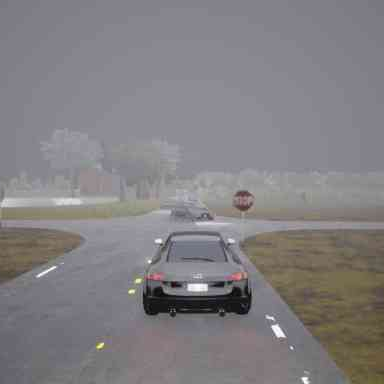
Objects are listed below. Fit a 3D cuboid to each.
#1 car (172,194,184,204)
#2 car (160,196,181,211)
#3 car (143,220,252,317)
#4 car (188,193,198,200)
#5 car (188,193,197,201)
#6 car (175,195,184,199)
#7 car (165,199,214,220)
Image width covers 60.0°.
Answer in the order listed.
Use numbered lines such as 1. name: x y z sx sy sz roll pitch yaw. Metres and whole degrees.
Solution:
1. car: -2.620 1.304 65.087 2.097 1.767 4.553 0 0 1
2. car: -2.742 1.545 40.904 1.994 1.385 4.181 0 0 0
3. car: 0.075 1.565 7.561 1.994 1.385 4.181 0 0 -1
4. car: 0.157 1.489 69.679 1.994 1.385 4.181 0 0 0
5. car: 0.179 1.113 79.690 2.097 1.767 4.553 0 0 0
6. car: -2.690 1.446 52.490 1.882 1.535 5.008 0 0 1
7. car: -0.062 1.594 26.717 1.994 1.385 4.181 0 1 -32
